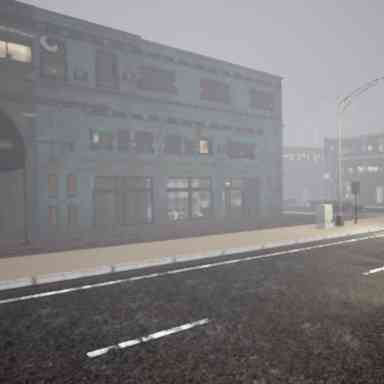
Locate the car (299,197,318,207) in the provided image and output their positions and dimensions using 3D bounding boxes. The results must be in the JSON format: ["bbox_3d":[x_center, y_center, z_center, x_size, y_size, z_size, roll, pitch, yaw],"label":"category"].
[{"bbox_3d":[18.079,1.403,47.087,2.008,1.369,4.403,-2,1,-35],"label":"car"}]

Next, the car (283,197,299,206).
[{"bbox_3d":[14.883,1.497,51.606,1.802,1.307,4.206,-2,1,-35],"label":"car"}]

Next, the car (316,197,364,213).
[{"bbox_3d":[15.960,1.489,35.366,1.947,1.339,4.313,-2,1,-35],"label":"car"}]
